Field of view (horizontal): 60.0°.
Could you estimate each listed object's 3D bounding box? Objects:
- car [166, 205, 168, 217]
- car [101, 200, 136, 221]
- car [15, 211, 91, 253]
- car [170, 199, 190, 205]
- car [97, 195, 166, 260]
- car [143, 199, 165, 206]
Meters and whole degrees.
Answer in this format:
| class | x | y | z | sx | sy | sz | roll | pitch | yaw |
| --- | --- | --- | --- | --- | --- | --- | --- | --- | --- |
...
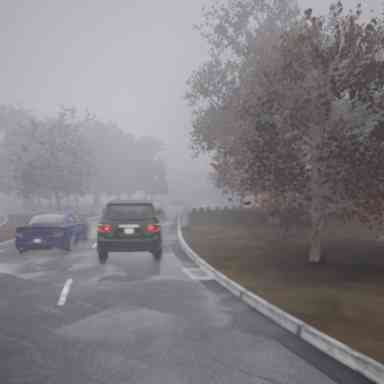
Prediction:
| class | x | y | z | sx | sy | sz | roll | pitch | yaw |
| --- | --- | --- | --- | --- | --- | --- | --- | --- | --- |
| car | -3.227 | 1.573 | 29.467 | 1.882 | 1.535 | 5.008 | 0 | 0 | -1 |
| car | -6.373 | 1.575 | 29.353 | 1.882 | 1.535 | 5.008 | 0 | 0 | 1 |
| car | -5.679 | 1.546 | 14.144 | 1.882 | 1.535 | 5.008 | 0 | 0 | -6 |
| car | -2.791 | 2.310 | 75.039 | 4.718 | 1.301 | 1.895 | -1 | -1 | 38 |
| car | -2.330 | 1.296 | 13.047 | 2.150 | 2.045 | 5.566 | 0 | 0 | -8 |
| car | -8.484 | 2.286 | 74.968 | 4.674 | 1.442 | 1.812 | -1 | -1 | 27 |
